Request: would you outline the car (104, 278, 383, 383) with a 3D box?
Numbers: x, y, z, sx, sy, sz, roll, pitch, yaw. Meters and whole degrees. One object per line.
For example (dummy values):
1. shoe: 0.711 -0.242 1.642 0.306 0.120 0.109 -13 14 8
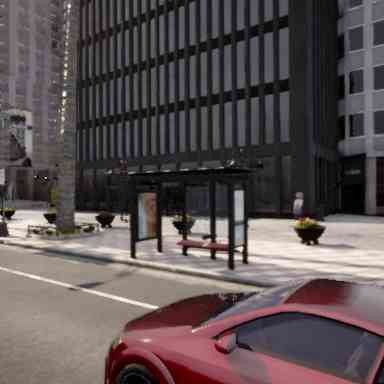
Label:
1. car: 1.111 1.567 3.080 4.181 1.385 1.994 -1 0 36
